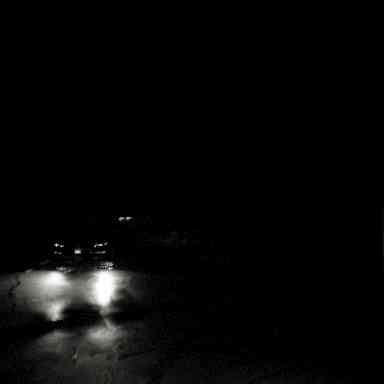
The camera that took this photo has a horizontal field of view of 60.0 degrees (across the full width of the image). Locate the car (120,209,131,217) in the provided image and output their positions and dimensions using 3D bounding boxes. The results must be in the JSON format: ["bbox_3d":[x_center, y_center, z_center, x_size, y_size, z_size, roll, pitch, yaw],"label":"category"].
[{"bbox_3d":[-11.043,3.385,53.832,1.994,1.385,4.181,1,-3,-16],"label":"car"}]

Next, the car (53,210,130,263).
[{"bbox_3d":[-3.663,1.621,12.590,1.837,1.490,4.892,0,-1,-4],"label":"car"}]
